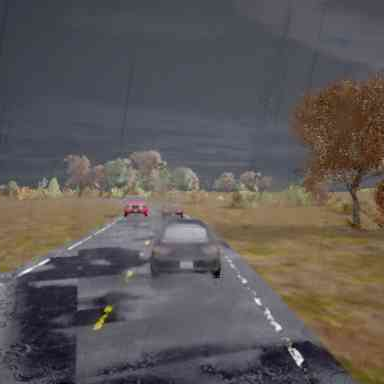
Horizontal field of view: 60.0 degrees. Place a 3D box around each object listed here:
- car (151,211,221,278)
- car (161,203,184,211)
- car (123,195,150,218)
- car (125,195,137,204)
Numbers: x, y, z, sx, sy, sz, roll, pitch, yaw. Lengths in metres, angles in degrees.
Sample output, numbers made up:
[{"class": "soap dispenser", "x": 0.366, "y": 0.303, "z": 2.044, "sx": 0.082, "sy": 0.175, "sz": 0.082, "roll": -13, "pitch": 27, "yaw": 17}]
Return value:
[{"class": "car", "x": -0.216, "y": 1.542, "z": 10.080, "sx": 1.812, "sy": 1.442, "sz": 4.674, "roll": 0, "pitch": 0, "yaw": -2}, {"class": "car", "x": -1.903, "y": 1.659, "z": 30.736, "sx": 1.895, "sy": 1.301, "sz": 4.718, "roll": 0, "pitch": 0, "yaw": -7}, {"class": "car", "x": -5.220, "y": 1.284, "z": 31.503, "sx": 2.150, "sy": 2.045, "sz": 5.566, "roll": 0, "pitch": -1, "yaw": -7}, {"class": "car", "x": -13.054, "y": 1.513, "z": 70.565, "sx": 2.097, "sy": 1.767, "sz": 4.553, "roll": 0, "pitch": 0, "yaw": -15}]
